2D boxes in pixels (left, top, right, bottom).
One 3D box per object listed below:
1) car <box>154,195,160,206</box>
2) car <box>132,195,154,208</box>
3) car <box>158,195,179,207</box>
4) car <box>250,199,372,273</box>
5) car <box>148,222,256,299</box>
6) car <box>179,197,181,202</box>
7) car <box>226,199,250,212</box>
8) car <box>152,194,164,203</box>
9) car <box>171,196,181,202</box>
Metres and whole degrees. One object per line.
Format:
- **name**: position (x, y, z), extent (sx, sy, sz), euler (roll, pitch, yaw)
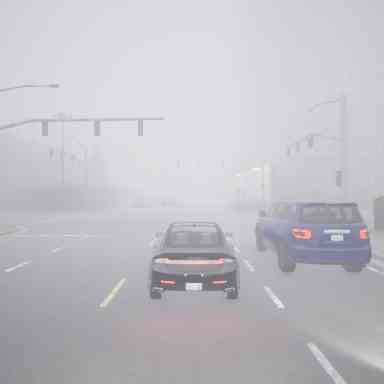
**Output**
- **car**: position (-7.108, 1.354, 56.117), extent (2.097, 1.767, 4.553), euler (0, 0, 0)
- **car**: position (-7.165, 1.352, 47.291), extent (2.097, 1.767, 4.553), euler (0, 0, 2)
- **car**: position (-3.608, 1.547, 51.909), extent (2.033, 1.411, 5.357), euler (0, 0, 0)
- **car**: position (3.567, 1.221, 10.862), extent (2.150, 2.045, 5.566), euler (0, 0, 0)
- **car**: position (0.053, 1.492, 8.417), extent (2.128, 1.511, 4.902), euler (0, 0, 0)
- **car**: position (-3.590, 1.505, 62.304), extent (1.837, 1.490, 4.892), euler (0, 0, 1)
- **car**: position (6.224, 1.524, 37.629), extent (4.902, 1.511, 2.128), euler (0, 0, 31)
- **car**: position (-7.028, 1.355, 69.079), extent (2.097, 1.767, 4.553), euler (0, 0, 0)
- **car**: position (-3.531, 1.540, 75.238), extent (2.033, 1.411, 5.357), euler (0, 0, 0)
